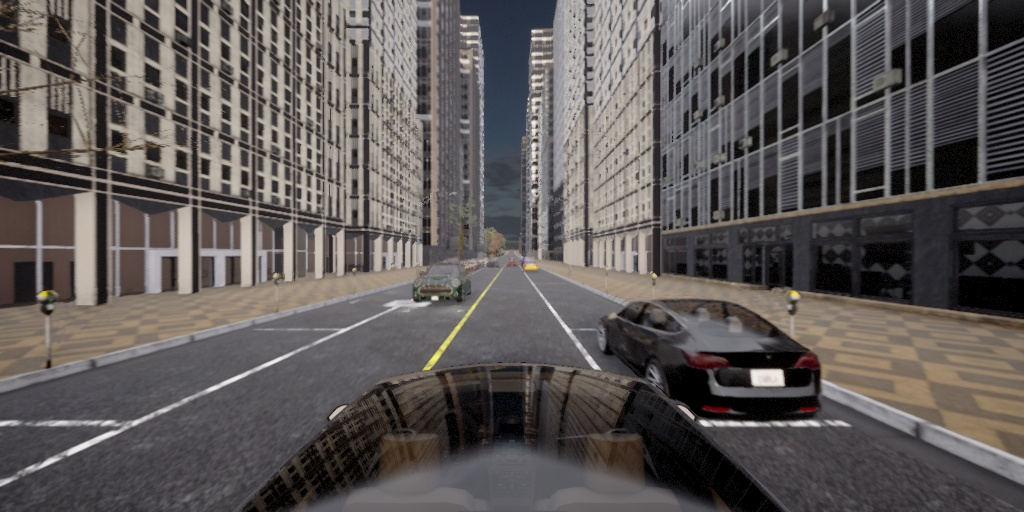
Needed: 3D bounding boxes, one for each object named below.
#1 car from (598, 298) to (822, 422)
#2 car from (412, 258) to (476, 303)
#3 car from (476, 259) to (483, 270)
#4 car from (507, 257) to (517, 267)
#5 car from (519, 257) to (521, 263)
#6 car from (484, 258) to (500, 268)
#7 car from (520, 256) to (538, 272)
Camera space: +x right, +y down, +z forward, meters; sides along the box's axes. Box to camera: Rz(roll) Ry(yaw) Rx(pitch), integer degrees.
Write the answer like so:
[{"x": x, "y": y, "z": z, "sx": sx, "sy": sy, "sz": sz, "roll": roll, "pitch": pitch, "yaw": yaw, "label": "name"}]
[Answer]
[{"x": 2.689, "y": 1.316, "z": 5.849, "sx": 1.948, "sy": 1.339, "sz": 4.313, "roll": 0, "pitch": 0, "yaw": 0, "label": "car"}, {"x": -3.101, "y": 1.103, "z": 16.683, "sx": 2.097, "sy": 1.767, "sz": 4.553, "roll": 0, "pitch": 0, "yaw": 0, "label": "car"}, {"x": -5.697, "y": 1.169, "z": 51.439, "sx": 1.967, "sy": 1.591, "sz": 4.097, "roll": 0, "pitch": 0, "yaw": 0, "label": "car"}, {"x": -0.008, "y": 1.315, "z": 64.020, "sx": 1.895, "sy": 1.301, "sz": 4.718, "roll": 0, "pitch": 0, "yaw": 0, "label": "car"}, {"x": 2.682, "y": 1.029, "z": 62.834, "sx": 2.192, "sy": 1.841, "sz": 5.009, "roll": 0, "pitch": 0, "yaw": 0, "label": "car"}, {"x": -3.059, "y": 1.283, "z": 58.821, "sx": 1.994, "sy": 1.385, "sz": 4.181, "roll": 0, "pitch": 0, "yaw": 1, "label": "car"}, {"x": 2.344, "y": 1.191, "z": 46.160, "sx": 1.801, "sy": 1.575, "sz": 5.366, "roll": 0, "pitch": 0, "yaw": 0, "label": "car"}]
